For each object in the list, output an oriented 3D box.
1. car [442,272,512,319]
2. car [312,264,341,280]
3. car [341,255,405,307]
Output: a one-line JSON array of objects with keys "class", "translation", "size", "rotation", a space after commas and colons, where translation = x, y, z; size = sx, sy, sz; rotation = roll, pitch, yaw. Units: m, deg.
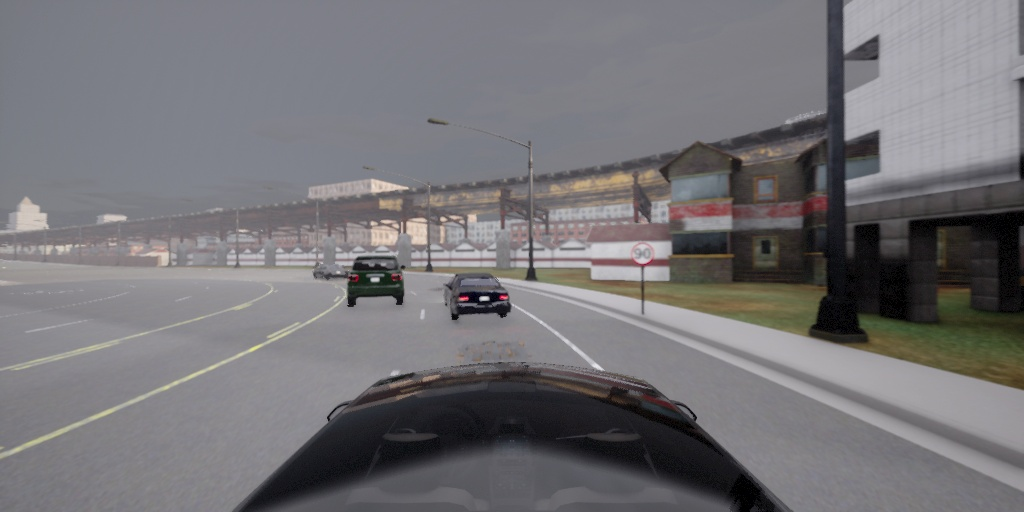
[{"class": "car", "translation": [-1.413, 1.294, 12.884], "size": [2.033, 1.411, 5.357], "rotation": [0, 0, -14]}, {"class": "car", "translation": [-16.302, 1.396, 32.180], "size": [1.994, 1.385, 4.181], "rotation": [0, 0, -45]}, {"class": "car", "translation": [-6.039, 0.998, 16.147], "size": [2.150, 2.045, 5.566], "rotation": [0, 0, -18]}]
